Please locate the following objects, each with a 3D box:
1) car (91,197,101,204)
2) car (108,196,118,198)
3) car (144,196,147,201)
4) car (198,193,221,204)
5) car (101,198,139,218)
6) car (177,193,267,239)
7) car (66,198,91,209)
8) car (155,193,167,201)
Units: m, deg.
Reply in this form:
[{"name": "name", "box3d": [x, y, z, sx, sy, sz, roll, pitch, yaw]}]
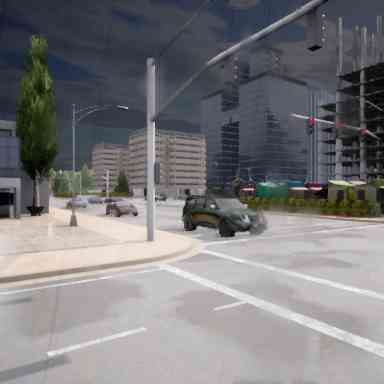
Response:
[{"name": "car", "box3d": [-18.284, 1.564, 62.222, 1.994, 1.385, 4.181, 0, 0, -33]}, {"name": "car", "box3d": [-15.326, 1.547, 64.118, 2.033, 1.411, 5.357, 0, 0, -34]}, {"name": "car", "box3d": [-9.371, 1.153, 81.068, 4.605, 1.855, 1.932, 0, 0, -34]}, {"name": "car", "box3d": [3.242, 1.156, 62.414, 3.866, 1.878, 1.905, 0, 0, -34]}, {"name": "car", "box3d": [-6.513, 1.526, 30.496, 1.812, 1.442, 4.674, 0, 0, -33]}, {"name": "car", "box3d": [1.515, 1.221, 17.968, 2.150, 2.045, 5.566, 0, 0, -33]}, {"name": "car", "box3d": [-15.383, 1.601, 44.397, 1.895, 1.301, 4.718, 0, 0, -32]}, {"name": "car", "box3d": [-7.793, 1.156, 78.641, 3.866, 1.878, 1.905, 0, 0, -34]}]
